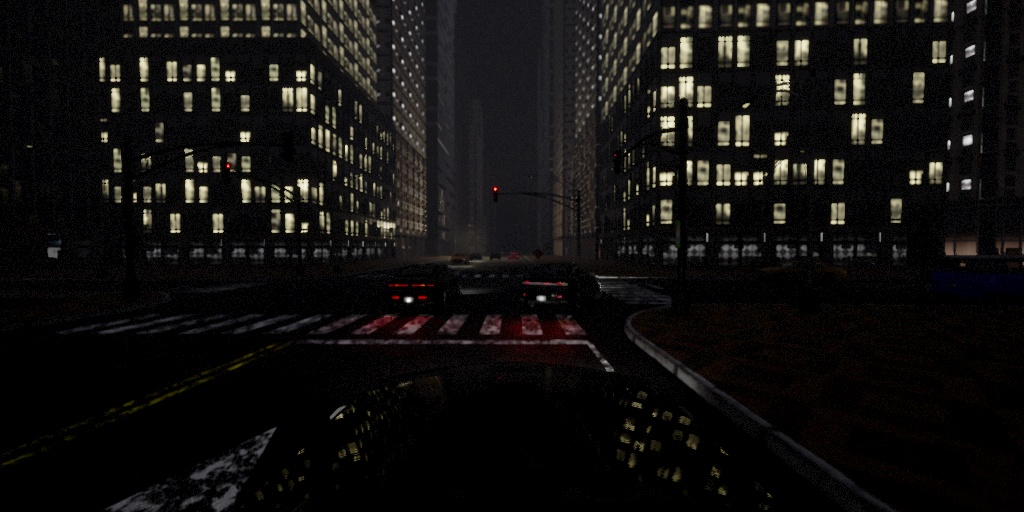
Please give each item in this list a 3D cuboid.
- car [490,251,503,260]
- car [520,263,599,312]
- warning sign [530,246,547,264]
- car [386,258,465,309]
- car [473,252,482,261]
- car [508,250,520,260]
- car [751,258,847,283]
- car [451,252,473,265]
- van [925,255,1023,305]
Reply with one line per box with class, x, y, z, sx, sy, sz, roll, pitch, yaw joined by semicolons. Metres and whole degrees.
car;-2.957;-0.045;63.848;1.837;1.490;4.892;0;1;0
car;1.838;0.993;12.919;2.128;1.511;4.902;0;1;23
warning sign;3.037;0.004;41.655;1.300;1.860;1.060;0;0;0
car;-3.114;0.998;13.292;1.837;1.490;4.892;0;2;0
car;-6.268;0.066;61.175;1.994;1.385;4.181;0;1;1
car;0.297;0.035;64.698;1.895;1.301;4.718;0;1;0
car;17.180;0.841;21.610;4.829;1.417;1.751;0;0;2
car;-6.387;0.311;44.384;1.882;1.535;5.008;0;1;0
van;18.412;0.852;13.434;3.998;1.789;1.690;0;0;2
